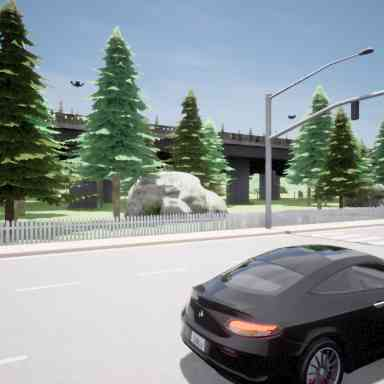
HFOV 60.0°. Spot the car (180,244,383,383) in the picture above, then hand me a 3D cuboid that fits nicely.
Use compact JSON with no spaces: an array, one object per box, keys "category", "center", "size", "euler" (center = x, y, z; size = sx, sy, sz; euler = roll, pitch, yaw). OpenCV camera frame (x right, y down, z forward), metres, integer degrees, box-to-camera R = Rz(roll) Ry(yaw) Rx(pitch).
[{"category":"car","center":[2.082,1.526,4.908],"size":[4.674,1.442,1.812],"euler":[0,0,-29]}]
